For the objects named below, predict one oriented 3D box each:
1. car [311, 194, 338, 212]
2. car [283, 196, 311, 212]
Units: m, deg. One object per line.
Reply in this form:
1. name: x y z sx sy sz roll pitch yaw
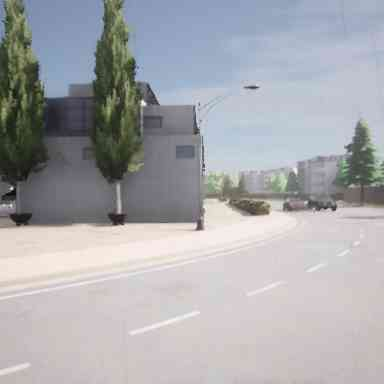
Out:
1. car: 16.083 1.332 41.226 2.150 2.045 5.566 0 0 4
2. car: 12.536 1.486 40.555 2.097 1.767 4.553 0 0 4
